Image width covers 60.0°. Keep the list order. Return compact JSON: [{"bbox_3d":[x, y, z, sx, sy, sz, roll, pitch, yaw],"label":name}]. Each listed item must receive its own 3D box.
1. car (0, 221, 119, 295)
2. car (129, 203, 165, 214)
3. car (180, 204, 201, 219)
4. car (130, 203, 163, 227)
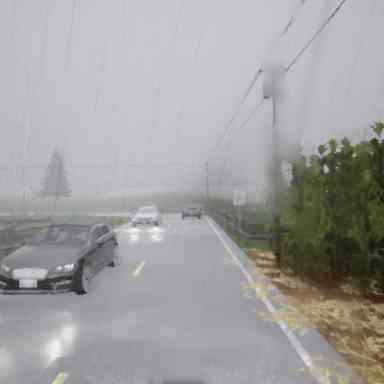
[{"bbox_3d":[-3.312,1.602,9.169,2.128,1.511,4.902,0,0,0],"label":"car"},{"bbox_3d":[-5.741,2.071,42.358,4.181,1.385,1.994,0,-1,22],"label":"car"},{"bbox_3d":[-0.094,1.887,33.155,2.128,1.511,4.902,0,-1,-2],"label":"car"},{"bbox_3d":[-3.348,1.832,25.559,1.812,1.442,4.674,0,-1,0],"label":"car"}]
